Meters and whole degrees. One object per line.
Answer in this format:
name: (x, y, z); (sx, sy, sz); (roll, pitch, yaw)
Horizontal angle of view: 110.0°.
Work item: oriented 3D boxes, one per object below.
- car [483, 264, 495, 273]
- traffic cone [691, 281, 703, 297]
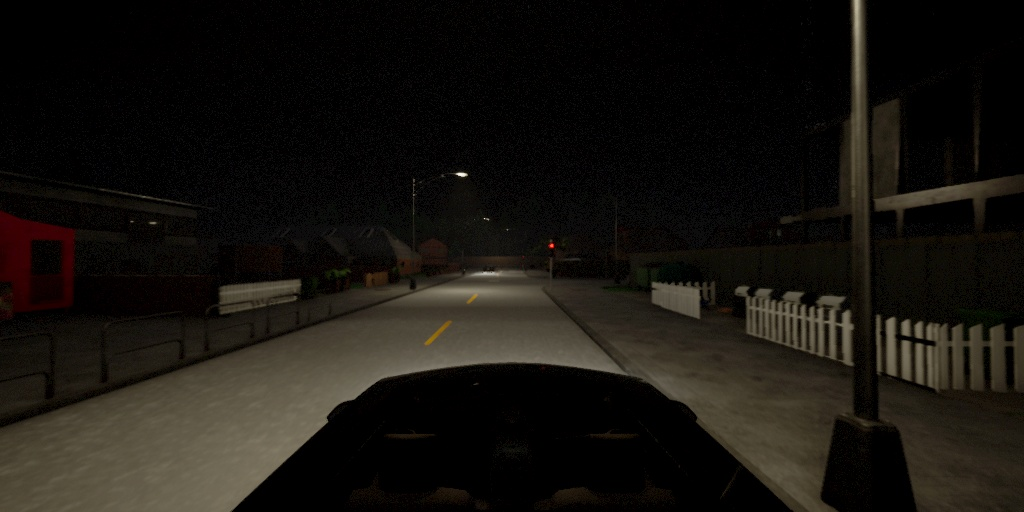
car: (-4.007, 2.120, 62.525); (2.128, 1.511, 4.902); (0, 0, 0)
traffic cone: (10.389, 1.837, 19.964); (0.344, 0.586, 0.344); (0, 0, 0)
